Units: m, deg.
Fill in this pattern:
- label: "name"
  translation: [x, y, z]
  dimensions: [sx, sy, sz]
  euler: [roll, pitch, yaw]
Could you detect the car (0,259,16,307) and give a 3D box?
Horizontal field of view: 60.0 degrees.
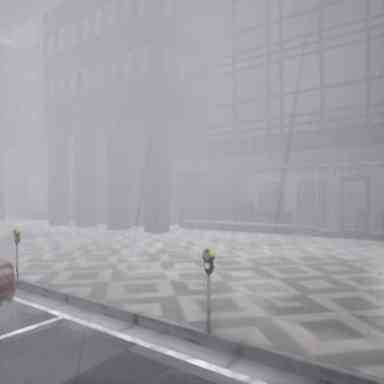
- label: "car"
  translation: [-5.387, 1.621, 6.801]
  dimensions: [4.507, 1.381, 1.887]
  euler: [-1, 0, 35]
